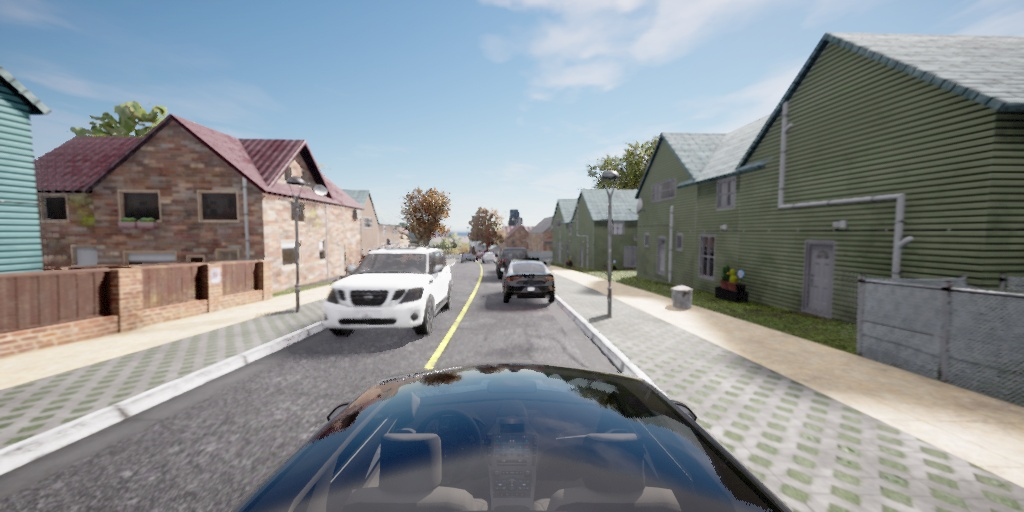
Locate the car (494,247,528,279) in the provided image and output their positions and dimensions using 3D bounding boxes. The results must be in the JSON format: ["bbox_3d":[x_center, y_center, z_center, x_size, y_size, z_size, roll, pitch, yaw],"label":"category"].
[{"bbox_3d":[0.048,0.434,24.717,2.150,2.045,5.566,0,1,-4],"label":"car"}]

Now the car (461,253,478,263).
[{"bbox_3d":[-6.324,0.269,51.675,1.994,1.385,4.181,-1,1,-7],"label":"car"}]

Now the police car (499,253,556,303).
[{"bbox_3d":[0.555,0.856,14.753,1.930,1.638,5.238,0,1,-2],"label":"police car"}]

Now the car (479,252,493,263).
[{"bbox_3d":[-3.213,0.236,50.277,1.812,1.442,4.674,-1,1,-8],"label":"car"}]

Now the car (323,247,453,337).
[{"bbox_3d":[-3.002,0.770,9.985,2.150,2.045,5.566,0,1,-1],"label":"car"}]
